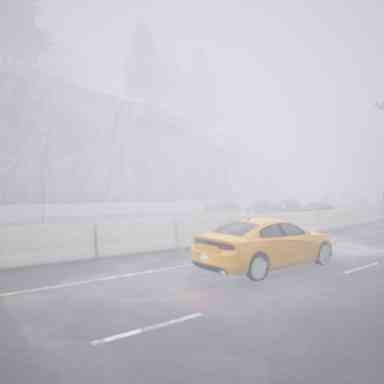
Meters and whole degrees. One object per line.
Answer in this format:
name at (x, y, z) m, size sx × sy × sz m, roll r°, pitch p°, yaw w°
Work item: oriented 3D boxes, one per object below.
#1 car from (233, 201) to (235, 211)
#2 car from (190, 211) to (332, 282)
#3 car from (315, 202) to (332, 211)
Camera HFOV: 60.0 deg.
car at (3.718, 1.624, 39.526) m, size 1.882 × 1.535 × 5.008 m, roll 0°, pitch 0°, yaw 45°
car at (2.263, 1.517, 10.001) m, size 5.008 × 1.535 × 1.882 m, roll 0°, pitch 0°, yaw -38°
car at (12.642, 1.686, 33.595) m, size 2.033 × 1.411 × 5.357 m, roll 0°, pitch 0°, yaw 44°
